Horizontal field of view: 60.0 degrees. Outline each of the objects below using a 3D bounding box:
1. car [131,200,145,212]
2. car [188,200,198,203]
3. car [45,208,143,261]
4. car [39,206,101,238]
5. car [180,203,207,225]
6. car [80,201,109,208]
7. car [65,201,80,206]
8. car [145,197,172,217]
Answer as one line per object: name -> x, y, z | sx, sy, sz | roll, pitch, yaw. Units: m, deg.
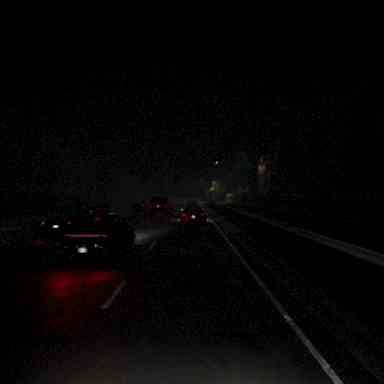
car -> -6.895, 1.870, 44.512 | 1.882, 1.535, 5.008 | 0, 0, 0
car -> 0.107, 1.950, 48.259 | 1.812, 1.442, 4.674 | 0, 0, 0
car -> -3.398, 1.605, 12.749 | 2.128, 1.511, 4.902 | 0, 0, 0
car -> -6.894, 1.731, 18.820 | 1.994, 1.385, 4.181 | 0, 0, 0
car -> 0.105, 1.794, 26.052 | 1.994, 1.385, 4.181 | 0, 0, 0
car -> -10.392, 1.848, 36.613 | 1.812, 1.442, 4.674 | 0, 0, 0
car -> -13.894, 1.860, 40.195 | 1.837, 1.490, 4.892 | 0, 0, 0
car -> -3.396, 1.540, 36.050 | 2.150, 2.045, 5.566 | 0, 0, 0
